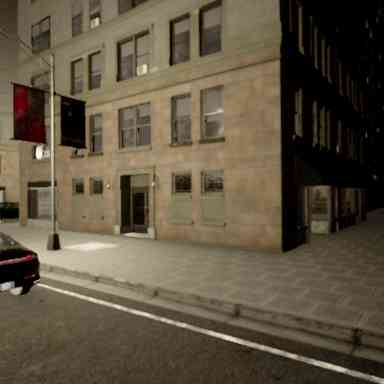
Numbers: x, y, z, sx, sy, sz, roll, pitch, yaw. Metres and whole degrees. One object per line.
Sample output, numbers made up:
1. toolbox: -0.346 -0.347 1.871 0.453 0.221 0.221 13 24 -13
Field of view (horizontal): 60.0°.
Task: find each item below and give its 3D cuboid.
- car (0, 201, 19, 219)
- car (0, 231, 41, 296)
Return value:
1. car: -16.152 1.617 29.160 2.097 1.767 4.553 -1 -1 36
2. car: -5.427 1.553 7.542 4.902 1.511 2.128 -1 0 35
